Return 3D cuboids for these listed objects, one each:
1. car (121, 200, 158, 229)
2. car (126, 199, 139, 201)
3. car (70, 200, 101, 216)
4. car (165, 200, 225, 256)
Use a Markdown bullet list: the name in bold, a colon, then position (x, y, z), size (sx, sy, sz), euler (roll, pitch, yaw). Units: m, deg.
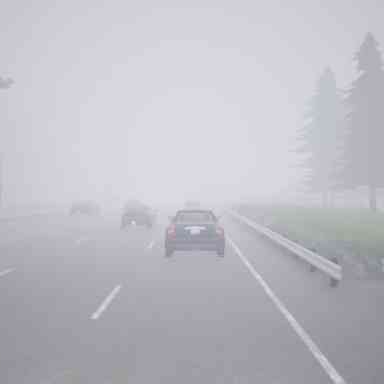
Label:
- **car**: position (-3.392, 1.531, 21.799), size (1.837, 1.490, 4.892), euler (0, 0, 0)
- **car**: position (-6.910, 1.550, 39.120), size (1.837, 1.490, 4.892), euler (0, 0, 0)
- **car**: position (-10.398, 1.541, 32.624), size (1.837, 1.490, 4.892), euler (0, 0, 0)
- **car**: position (0.105, 1.368, 13.316), size (2.097, 1.767, 4.553), euler (0, 0, 0)
